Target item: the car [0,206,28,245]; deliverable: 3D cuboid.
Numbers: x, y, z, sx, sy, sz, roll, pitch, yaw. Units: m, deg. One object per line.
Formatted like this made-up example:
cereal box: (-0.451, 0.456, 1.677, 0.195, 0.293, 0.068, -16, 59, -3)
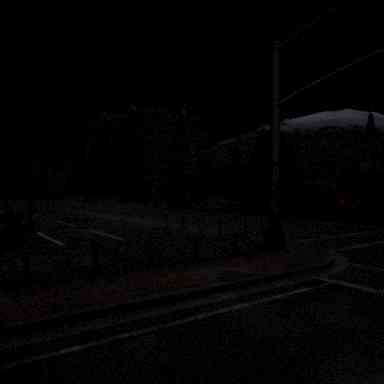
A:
car: (-8.208, 1.356, 13.995, 2.007, 1.523, 4.514, 1, -1, -36)
